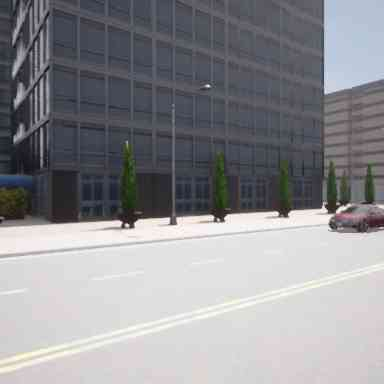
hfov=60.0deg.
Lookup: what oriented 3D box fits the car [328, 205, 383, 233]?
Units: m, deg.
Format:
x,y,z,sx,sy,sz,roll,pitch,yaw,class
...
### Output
x,y,z,sx,sy,sz,roll,pitch,yaw,class
9.943,1.504,19.418,4.674,1.442,1.812,0,0,-34,car
